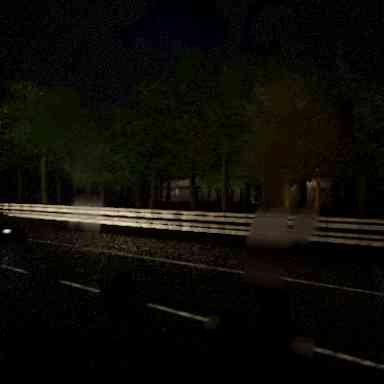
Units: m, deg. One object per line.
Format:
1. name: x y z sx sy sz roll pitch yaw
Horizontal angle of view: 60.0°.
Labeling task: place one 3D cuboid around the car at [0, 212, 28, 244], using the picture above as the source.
1. car: -9.130 1.571 14.697 4.181 1.385 1.994 0 0 36
